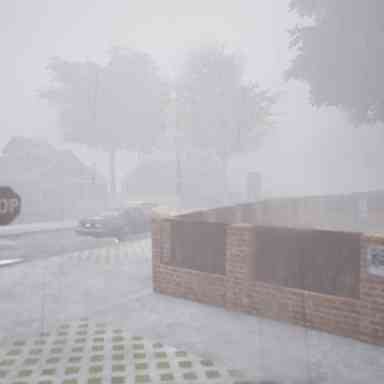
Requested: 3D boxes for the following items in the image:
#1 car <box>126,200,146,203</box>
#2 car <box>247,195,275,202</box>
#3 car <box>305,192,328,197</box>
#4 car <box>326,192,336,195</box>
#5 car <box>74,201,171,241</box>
[{"bbox_3d":[-3.356,1.274,19.831,1.882,1.535,5.008,0,1,35],"label":"car"},{"bbox_3d":[7.392,1.059,35.217,1.837,1.490,4.892,0,1,35],"label":"car"},{"bbox_3d":[14.668,1.019,40.599,1.895,1.301,4.718,0,1,35],"label":"car"},{"bbox_3d":[20.193,0.721,48.610,1.882,1.535,5.008,0,1,35],"label":"car"},{"bbox_3d":[-2.803,1.374,15.641,2.033,1.411,5.357,0,1,35],"label":"car"}]
